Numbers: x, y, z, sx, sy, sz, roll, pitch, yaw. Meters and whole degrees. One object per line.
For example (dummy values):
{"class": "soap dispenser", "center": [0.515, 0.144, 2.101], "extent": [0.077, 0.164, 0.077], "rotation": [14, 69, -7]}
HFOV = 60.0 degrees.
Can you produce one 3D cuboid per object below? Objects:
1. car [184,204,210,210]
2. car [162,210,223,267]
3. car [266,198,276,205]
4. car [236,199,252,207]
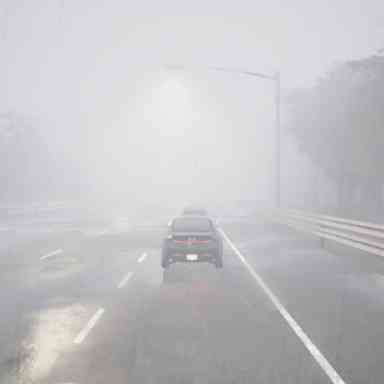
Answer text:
{"class": "car", "center": [0.332, 1.655, 25.848], "extent": [1.882, 1.535, 5.008], "rotation": [0, -1, 4]}
{"class": "car", "center": [0.005, 1.578, 11.648], "extent": [1.837, 1.490, 4.892], "rotation": [0, 0, 0]}
{"class": "car", "center": [17.380, 1.936, 71.211], "extent": [1.812, 1.442, 4.674], "rotation": [0, 0, 38]}
{"class": "car", "center": [8.974, 1.883, 57.444], "extent": [1.812, 1.442, 4.674], "rotation": [0, -1, 26]}
